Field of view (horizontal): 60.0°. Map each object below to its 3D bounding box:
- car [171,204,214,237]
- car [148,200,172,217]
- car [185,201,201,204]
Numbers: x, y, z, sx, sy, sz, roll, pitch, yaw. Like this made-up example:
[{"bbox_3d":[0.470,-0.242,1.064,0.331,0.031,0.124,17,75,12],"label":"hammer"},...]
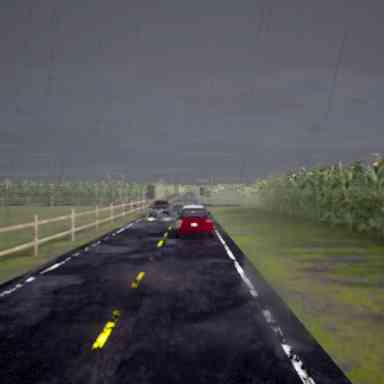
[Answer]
[{"bbox_3d":[0.104,1.540,17.983,1.994,1.385,4.181,0,0,0],"label":"car"},{"bbox_3d":[-2.823,1.479,30.806,1.812,1.442,4.674,0,0,0],"label":"car"},{"bbox_3d":[0.111,1.551,32.320,1.895,1.301,4.718,0,0,0],"label":"car"}]
